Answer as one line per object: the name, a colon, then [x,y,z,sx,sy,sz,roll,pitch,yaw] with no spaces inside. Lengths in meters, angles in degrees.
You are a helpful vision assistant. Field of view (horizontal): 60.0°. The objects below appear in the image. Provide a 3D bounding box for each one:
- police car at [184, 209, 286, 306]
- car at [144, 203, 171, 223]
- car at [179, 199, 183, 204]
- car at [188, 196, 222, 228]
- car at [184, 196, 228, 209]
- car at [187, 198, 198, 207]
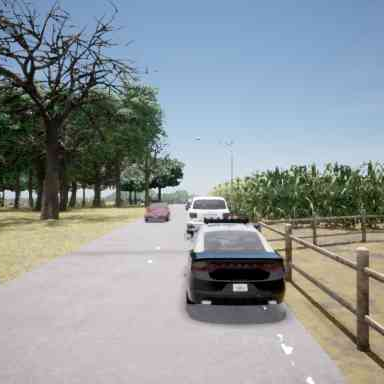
police car: [0.830,1.440,8.284,1.930,1.638,5.238,0,0,0]
car: [-2.730,1.634,27.094,1.812,1.442,4.674,0,0,0]
car: [-2.677,2.783,94.993,1.812,1.442,4.674,0,-2,0]
car: [0.843,1.314,24.213,2.150,2.045,5.566,0,0,0]
car: [0.838,1.280,18.211,2.150,2.045,5.566,0,0,0]
car: [0.044,1.880,59.192,1.837,1.490,4.892,0,-1,0]
